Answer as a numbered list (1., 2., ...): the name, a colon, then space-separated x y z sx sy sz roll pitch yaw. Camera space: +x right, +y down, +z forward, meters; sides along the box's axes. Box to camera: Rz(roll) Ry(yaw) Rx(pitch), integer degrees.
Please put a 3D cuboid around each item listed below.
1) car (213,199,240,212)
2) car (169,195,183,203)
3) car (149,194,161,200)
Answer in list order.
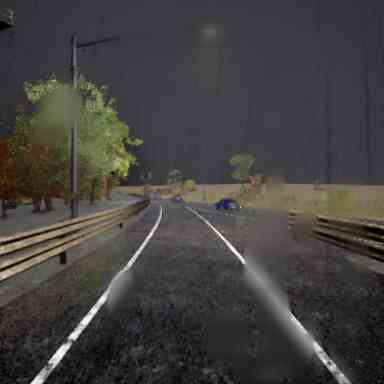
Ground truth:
1. car: 3.916 1.466 37.817 1.812 1.442 4.674 0 0 -14
2. car: -3.272 1.327 66.954 2.097 1.767 4.553 0 0 -14
3. car: -10.059 1.354 94.478 2.097 1.767 4.553 0 0 -14
